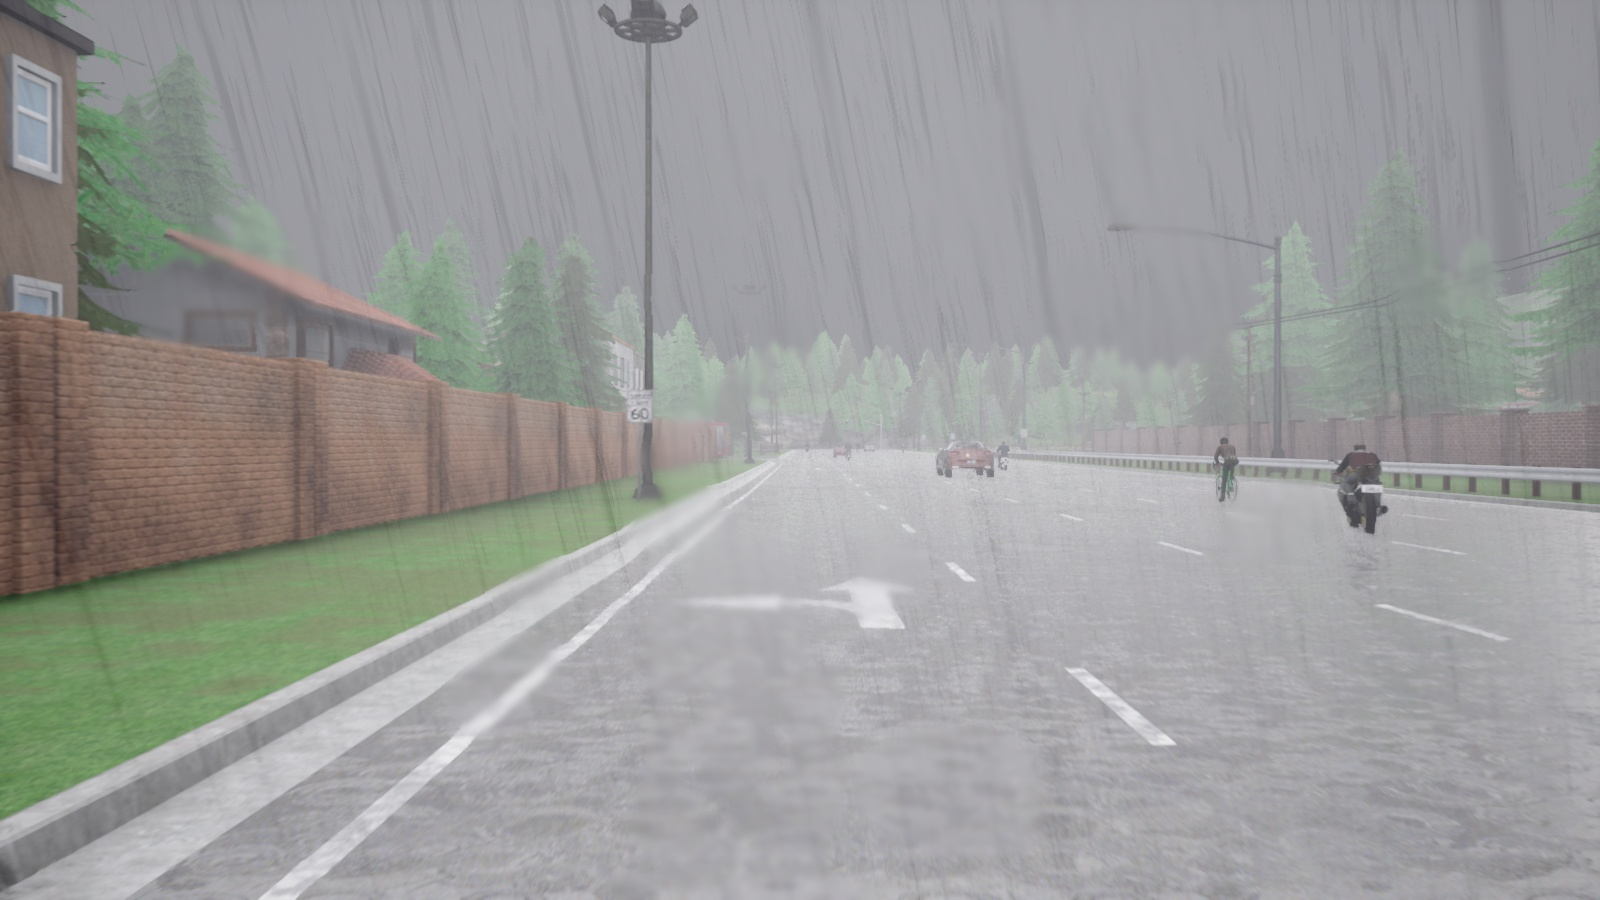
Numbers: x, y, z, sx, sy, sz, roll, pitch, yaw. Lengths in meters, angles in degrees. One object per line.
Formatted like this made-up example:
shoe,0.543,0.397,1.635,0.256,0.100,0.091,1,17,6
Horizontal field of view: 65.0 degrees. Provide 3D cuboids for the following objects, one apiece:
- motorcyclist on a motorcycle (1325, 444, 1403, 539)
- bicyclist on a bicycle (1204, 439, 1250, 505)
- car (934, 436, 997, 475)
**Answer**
motorcyclist on a motorcycle,9.617,0.668,21.498,0.866,1.530,2.191,0,0,15
bicyclist on a bicycle,10.684,0.531,31.461,0.582,1.620,1.656,0,0,0
car,7.333,0.215,56.027,2.152,1.651,5.027,0,0,0
